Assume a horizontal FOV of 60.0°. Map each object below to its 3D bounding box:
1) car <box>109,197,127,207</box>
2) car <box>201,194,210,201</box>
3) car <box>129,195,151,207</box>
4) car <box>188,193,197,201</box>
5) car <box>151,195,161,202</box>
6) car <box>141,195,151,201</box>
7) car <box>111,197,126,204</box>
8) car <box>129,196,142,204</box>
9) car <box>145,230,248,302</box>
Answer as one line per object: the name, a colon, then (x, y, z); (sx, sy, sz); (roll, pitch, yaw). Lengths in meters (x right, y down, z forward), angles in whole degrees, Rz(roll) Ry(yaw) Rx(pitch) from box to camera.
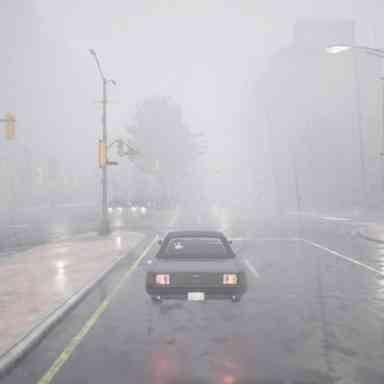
car: (-11.550, 1.596, 51.821); (1.895, 1.301, 4.718); (0, 0, 0)
car: (3.561, 1.512, 86.915); (2.128, 1.511, 4.902); (0, 0, 0)
car: (-8.051, 1.596, 51.856); (1.895, 1.301, 4.718); (0, 0, 0)
car: (0.061, 1.211, 86.531); (2.150, 2.045, 5.566); (0, 0, 0)
car: (-7.964, 1.557, 67.568); (1.994, 1.385, 4.181); (0, 0, 0)
car: (-11.442, 1.517, 82.552); (1.812, 1.442, 4.674); (0, 0, 0)
car: (-14.702, 1.589, 66.897); (1.895, 1.301, 4.718); (0, 0, 0)
car: (-11.461, 1.497, 67.421); (1.837, 1.490, 4.892); (0, 0, 0)
car: (0.080, 1.600, 8.233); (1.895, 1.301, 4.718); (0, 0, 0)
